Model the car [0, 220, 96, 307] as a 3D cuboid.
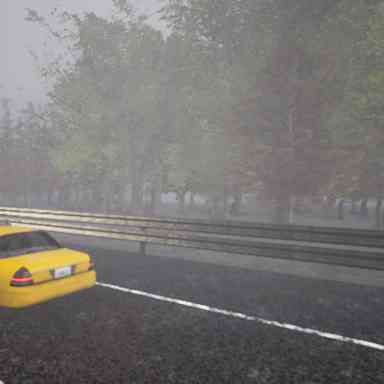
[{"bbox_3d":[-4.472,1.397,7.394,5.366,1.575,1.801,1,0,33],"label":"car"}]
